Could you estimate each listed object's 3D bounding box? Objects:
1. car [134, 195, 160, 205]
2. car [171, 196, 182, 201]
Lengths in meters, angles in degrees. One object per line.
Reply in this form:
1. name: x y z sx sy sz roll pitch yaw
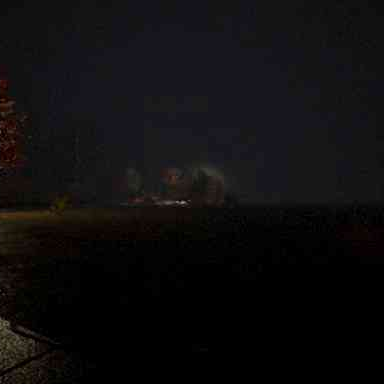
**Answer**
1. car: -8.813 1.566 63.313 1.882 1.535 5.008 1 0 32
2. car: -2.666 1.543 73.534 1.895 1.301 4.718 1 0 30
